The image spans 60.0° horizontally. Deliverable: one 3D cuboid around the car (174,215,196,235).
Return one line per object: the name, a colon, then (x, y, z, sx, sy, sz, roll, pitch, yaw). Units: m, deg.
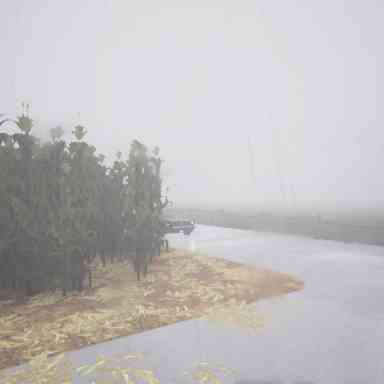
car: (-1.813, 1.696, 18.694, 1.895, 1.301, 4.718, 0, -1, -35)
